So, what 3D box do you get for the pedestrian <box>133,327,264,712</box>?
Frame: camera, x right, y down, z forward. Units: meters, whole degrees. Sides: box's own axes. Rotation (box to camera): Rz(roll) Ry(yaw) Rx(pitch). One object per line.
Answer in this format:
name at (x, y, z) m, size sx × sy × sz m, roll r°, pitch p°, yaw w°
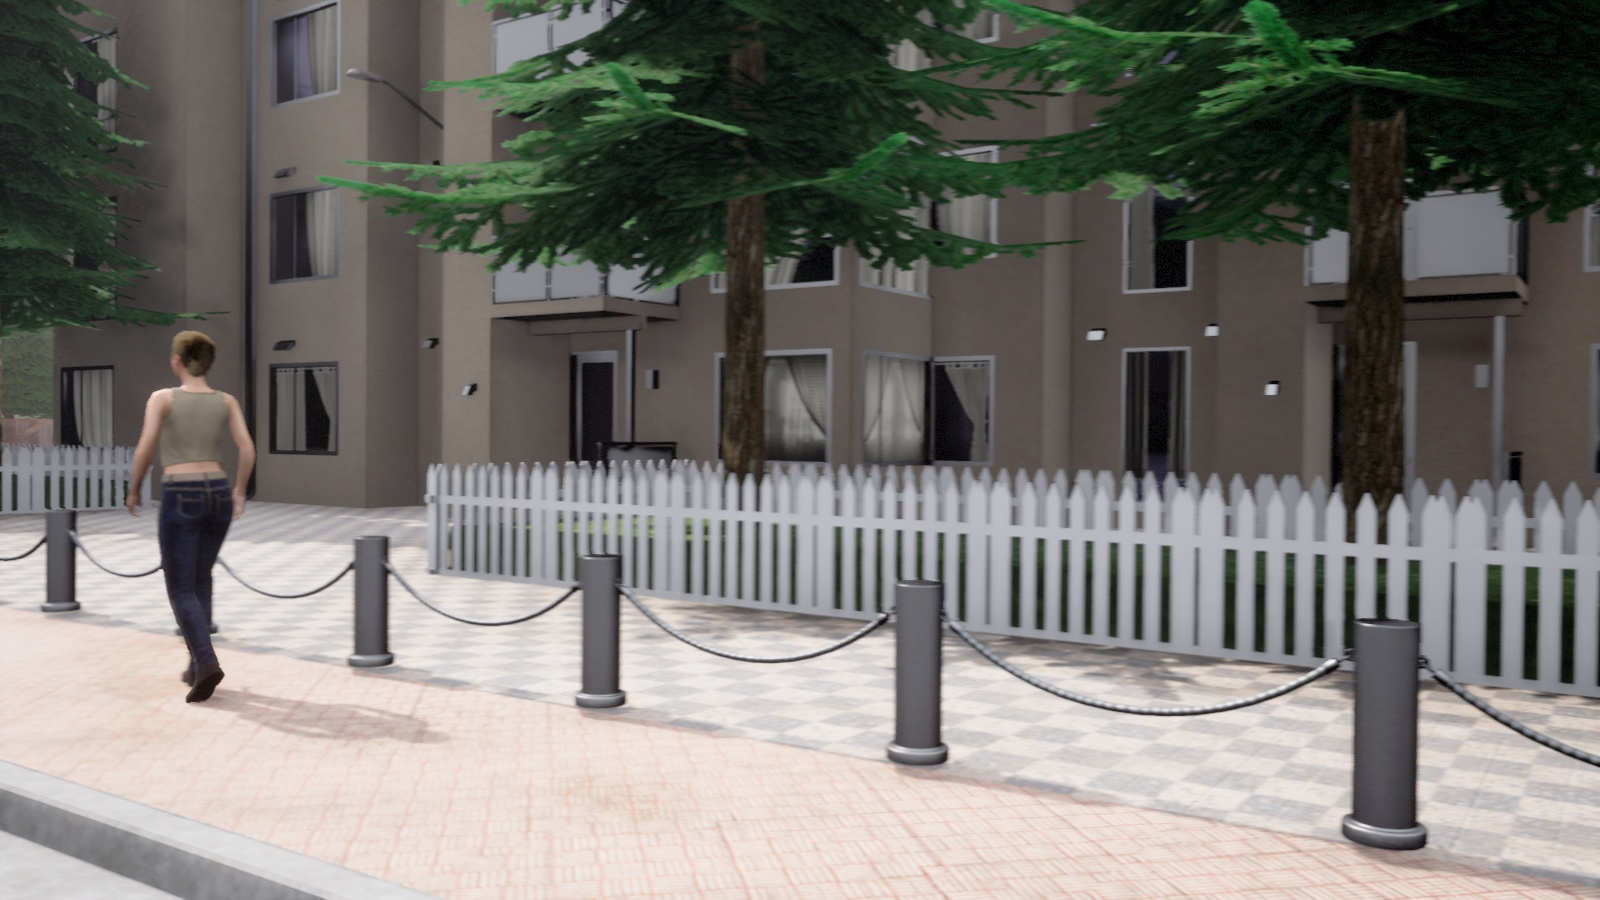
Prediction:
pedestrian at (-3.017, 0.328, 6.294) m, size 0.594 × 1.836 × 0.345 m, roll 0°, pitch 1°, yaw 38°
